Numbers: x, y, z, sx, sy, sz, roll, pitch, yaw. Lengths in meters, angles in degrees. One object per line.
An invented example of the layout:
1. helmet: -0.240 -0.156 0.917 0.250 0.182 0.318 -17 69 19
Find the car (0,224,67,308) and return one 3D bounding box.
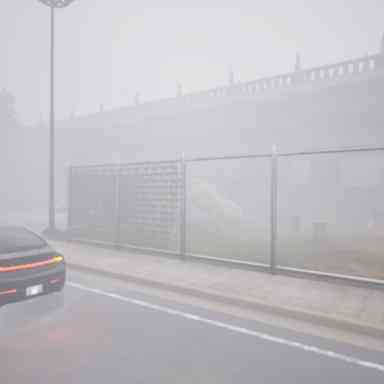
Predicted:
1. car: -4.728 1.457 7.246 4.892 1.490 1.837 0 0 36

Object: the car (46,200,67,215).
1. car: -11.729 1.410 32.312 1.812 1.442 4.674 0 0 35
